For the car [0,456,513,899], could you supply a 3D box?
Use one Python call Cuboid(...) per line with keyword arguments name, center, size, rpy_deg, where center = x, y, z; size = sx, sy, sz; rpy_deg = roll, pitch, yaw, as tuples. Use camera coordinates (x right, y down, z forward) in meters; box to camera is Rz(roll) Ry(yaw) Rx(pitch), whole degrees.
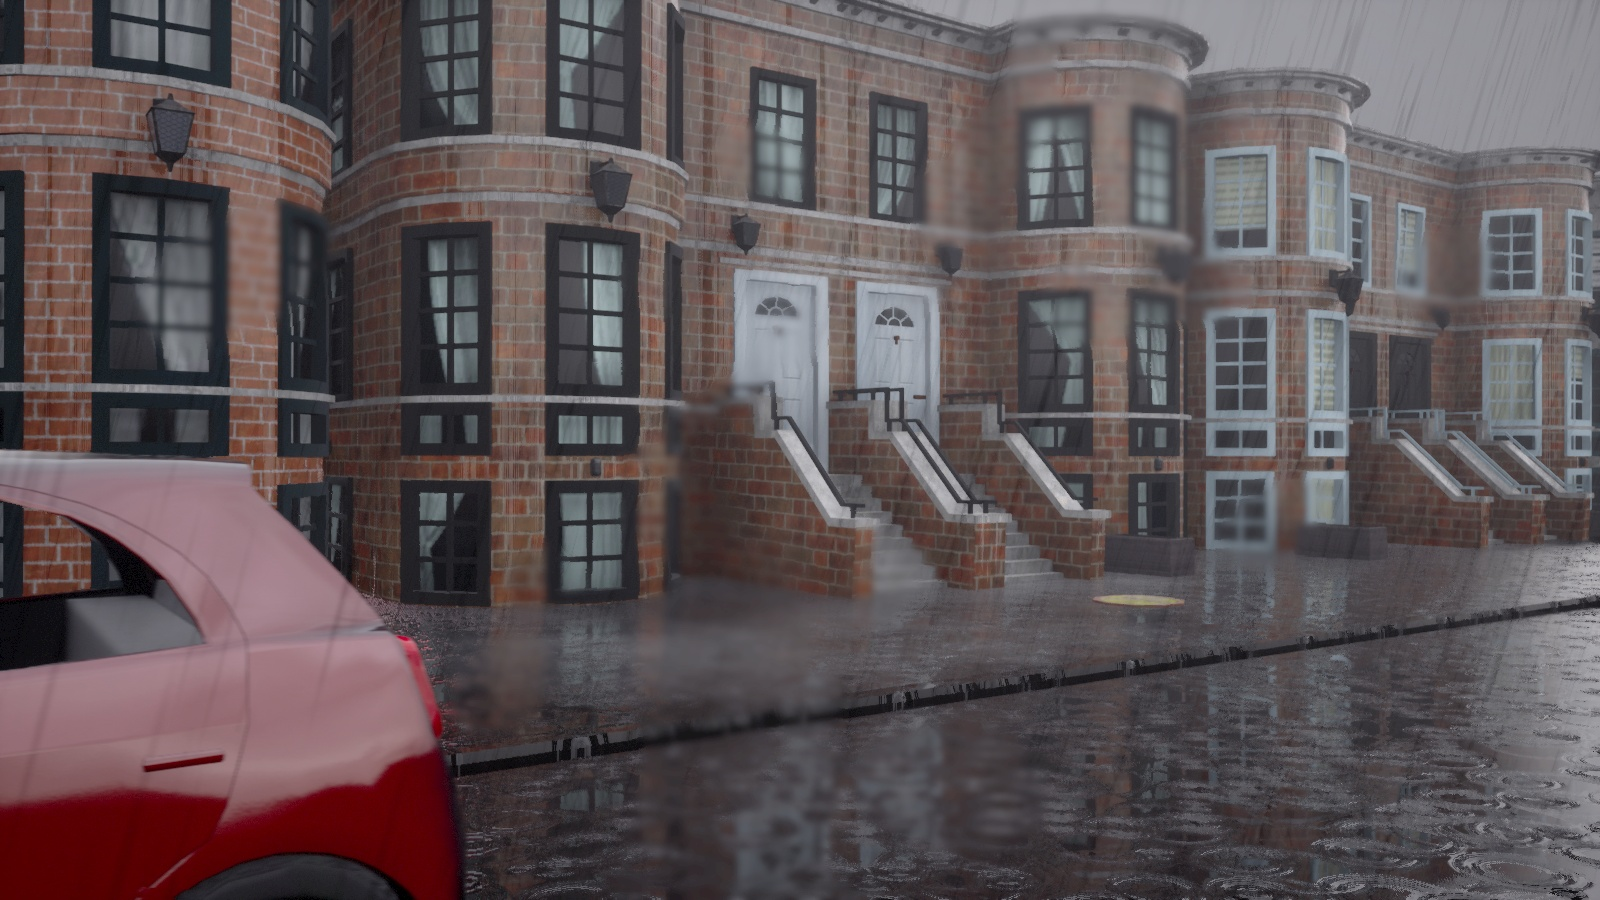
Cuboid(name="car", center=(-2.638, 0.770, 2.432), size=(3.633, 1.501, 1.845), rpy_deg=(0, 0, -35))
